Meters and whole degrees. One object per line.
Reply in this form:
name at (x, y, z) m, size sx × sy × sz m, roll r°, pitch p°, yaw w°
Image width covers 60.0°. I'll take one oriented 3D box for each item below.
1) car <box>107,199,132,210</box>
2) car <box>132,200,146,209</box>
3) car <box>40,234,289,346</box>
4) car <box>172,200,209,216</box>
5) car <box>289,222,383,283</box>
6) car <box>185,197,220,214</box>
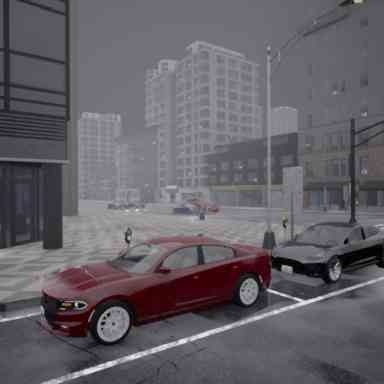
car at (-12.329, 2.016, 54.913) m, size 2.097 × 1.767 × 4.553 m, roll 0°, pitch 0°, yaw -35°
car at (-9.657, 2.204, 56.765) m, size 1.837 × 1.490 × 4.892 m, roll 0°, pitch 0°, yaw -35°
car at (-0.436, 1.544, 6.342) m, size 4.507 × 1.381 × 1.887 m, roll 0°, pitch 0°, yaw -36°
car at (-0.533, 1.943, 38.084) m, size 1.812 × 1.442 × 4.674 m, roll 0°, pitch 0°, yaw -35°
car at (4.159, 1.563, 9.619) m, size 4.313 × 1.339 × 1.947 m, roll 0°, pitch 0°, yaw -36°
car at (1.059, 1.643, 41.457) m, size 2.150 × 2.045 × 5.566 m, roll 0°, pitch 0°, yaw -35°
